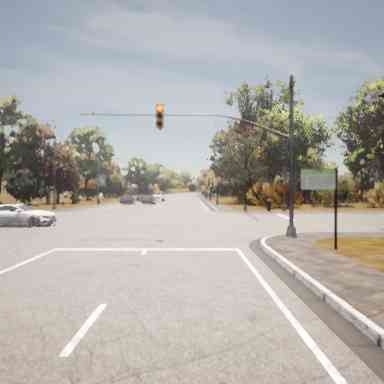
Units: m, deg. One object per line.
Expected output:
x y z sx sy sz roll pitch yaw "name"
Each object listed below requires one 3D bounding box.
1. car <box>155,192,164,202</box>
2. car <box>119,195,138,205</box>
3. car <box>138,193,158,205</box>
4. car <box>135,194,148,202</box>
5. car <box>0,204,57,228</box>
-6.994 0.992 69.431 2.150 2.045 5.566 0 0 0 "car"
-10.574 1.324 54.079 1.837 1.490 4.892 0 0 0 "car"
-7.076 1.324 54.027 1.837 1.490 4.892 0 0 0 "car"
-10.493 1.266 69.610 1.837 1.490 4.892 0 0 0 "car"
-11.044 1.471 21.119 4.674 1.442 1.812 0 0 3 "car"
